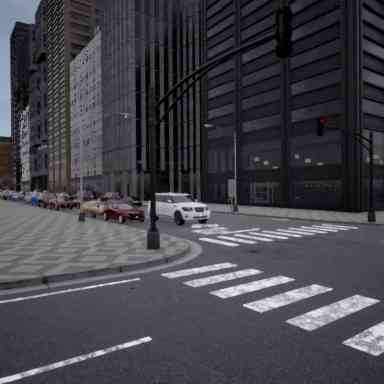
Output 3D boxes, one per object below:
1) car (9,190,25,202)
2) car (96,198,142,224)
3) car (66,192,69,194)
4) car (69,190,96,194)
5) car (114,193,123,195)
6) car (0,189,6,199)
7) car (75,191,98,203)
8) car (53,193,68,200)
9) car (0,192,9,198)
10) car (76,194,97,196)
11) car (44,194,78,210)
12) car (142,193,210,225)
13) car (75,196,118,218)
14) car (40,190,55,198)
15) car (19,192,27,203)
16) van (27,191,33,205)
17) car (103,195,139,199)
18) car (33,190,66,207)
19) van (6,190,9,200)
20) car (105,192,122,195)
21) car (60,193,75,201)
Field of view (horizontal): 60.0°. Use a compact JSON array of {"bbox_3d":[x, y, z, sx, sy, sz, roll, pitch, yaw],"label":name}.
[{"bbox_3d":[-31.408,0.900,60.441,1.967,1.590,4.097,0,1,-36],"label":"car"},{"bbox_3d":[-4.988,1.415,24.017,1.887,1.381,4.507,0,1,-36],"label":"car"},{"bbox_3d":[-21.905,0.827,57.300,2.097,1.767,4.553,-1,1,-36],"label":"car"},{"bbox_3d":[-15.724,0.797,48.847,2.150,2.045,5.566,-1,1,-38],"label":"car"},{"bbox_3d":[-7.993,1.198,42.680,1.947,1.339,4.313,0,1,-36],"label":"car"},{"bbox_3d":[-38.012,0.661,69.546,2.192,1.841,5.009,0,1,-36],"label":"car"},{"bbox_3d":[-17.899,0.790,56.336,2.192,1.841,5.009,0,1,-36],"label":"car"},{"bbox_3d":[-27.807,0.851,69.997,1.887,1.381,4.507,0,1,-36],"label":"car"},{"bbox_3d":[-44.618,0.774,78.653,1.887,1.381,4.507,0,1,-36],"label":"car"},{"bbox_3d":[-12.980,1.256,39.748,1.994,1.385,4.181,-1,1,-35],"label":"car"},{"bbox_3d":[-14.895,1.273,37.676,1.887,1.381,4.507,0,1,-36],"label":"car"},{"bbox_3d":[-1.078,1.084,23.303,2.150,2.045,5.566,-1,1,-36],"label":"car"},{"bbox_3d":[-8.191,1.351,28.432,1.752,1.417,4.829,0,1,-36],"label":"car"},{"bbox_3d":[-34.410,0.506,79.100,2.192,1.841,5.009,0,1,-36],"label":"car"},{"bbox_3d":[-24.803,1.123,51.336,2.008,1.369,4.403,0,1,-36],"label":"car"},{"bbox_3d":[-21.500,0.967,46.781,1.690,1.788,3.998,0,1,-36],"label":"van"},{"bbox_3d":[-7.089,1.326,31.601,2.033,1.411,5.357,-1,1,-35],"label":"car"},{"bbox_3d":[-18.197,0.993,42.228,2.192,1.841,5.009,0,1,-36],"label":"car"},{"bbox_3d":[-34.709,0.744,64.993,1.690,1.788,3.998,0,1,-36],"label":"van"},{"bbox_3d":[-11.295,0.896,47.231,2.192,1.841,5.009,0,1,-36],"label":"car"},{"bbox_3d":[-24.505,0.945,65.445,1.802,1.307,4.206,0,1,-36],"label":"car"}]
